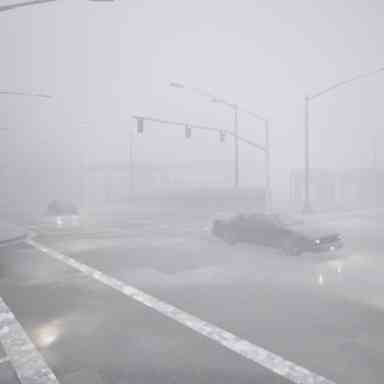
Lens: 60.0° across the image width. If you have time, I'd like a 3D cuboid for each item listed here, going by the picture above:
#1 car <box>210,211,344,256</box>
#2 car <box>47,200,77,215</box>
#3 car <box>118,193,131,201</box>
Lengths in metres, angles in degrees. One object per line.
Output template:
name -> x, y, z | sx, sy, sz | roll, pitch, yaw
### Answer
car -> 3.026, 1.494, 13.180 | 2.033, 1.411, 5.357 | 0, 0, -39
car -> -12.989, 1.499, 33.090 | 1.812, 1.442, 4.674 | -1, 0, -39
car -> -13.529, 1.073, 71.688 | 4.611, 1.667, 2.242 | -1, 0, -38
